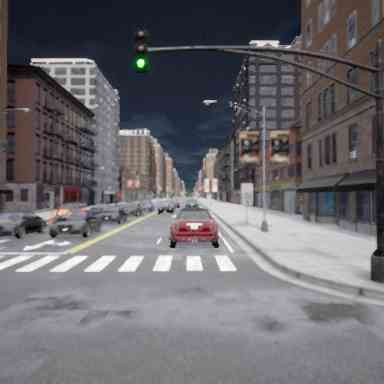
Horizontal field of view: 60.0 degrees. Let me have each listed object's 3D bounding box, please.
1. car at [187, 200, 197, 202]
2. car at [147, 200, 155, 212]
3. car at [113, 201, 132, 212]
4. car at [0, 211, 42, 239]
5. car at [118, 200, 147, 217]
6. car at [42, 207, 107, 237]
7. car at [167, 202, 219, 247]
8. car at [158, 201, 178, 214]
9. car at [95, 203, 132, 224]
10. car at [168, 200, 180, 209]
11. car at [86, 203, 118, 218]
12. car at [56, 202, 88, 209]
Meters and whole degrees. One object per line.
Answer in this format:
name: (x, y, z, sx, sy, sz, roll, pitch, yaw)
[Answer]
car: (0.000, 1.882, 48.185, 2.097, 1.767, 4.553, 0, -1, 0)
car: (-6.500, 1.865, 46.611, 2.097, 1.767, 4.553, 0, -1, 0)
car: (-9.750, 2.043, 46.996, 1.812, 1.442, 4.674, 0, -1, 0)
car: (-9.851, 1.772, 18.646, 1.994, 1.385, 4.181, 0, -1, 0)
car: (-6.531, 1.907, 36.462, 1.837, 1.490, 4.892, 0, -1, 1)
car: (-6.596, 1.779, 19.266, 1.994, 1.385, 4.181, 0, -1, 0)
car: (0.099, 1.532, 16.173, 2.097, 1.767, 4.553, 0, -1, 0)
car: (-3.151, 2.058, 41.470, 1.895, 1.301, 4.718, 0, -1, 0)
car: (-6.582, 1.871, 27.664, 1.994, 1.385, 4.181, 0, -1, 0)
car: (-3.167, 2.218, 59.631, 1.994, 1.385, 4.181, 0, -1, 0)
car: (-9.773, 1.953, 36.742, 2.033, 1.411, 5.357, 0, -1, 1)
car: (-9.836, 1.654, 27.248, 2.097, 1.767, 4.553, 0, -1, 0)
